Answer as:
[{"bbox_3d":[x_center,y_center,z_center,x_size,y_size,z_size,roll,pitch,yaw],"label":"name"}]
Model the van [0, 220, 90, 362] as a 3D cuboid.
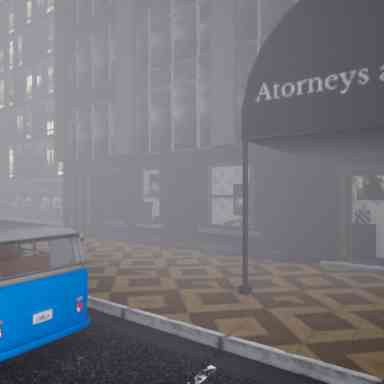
[{"bbox_3d":[-3.396,1.341,5.281,3.998,1.788,1.690,0,0,35],"label":"van"}]
